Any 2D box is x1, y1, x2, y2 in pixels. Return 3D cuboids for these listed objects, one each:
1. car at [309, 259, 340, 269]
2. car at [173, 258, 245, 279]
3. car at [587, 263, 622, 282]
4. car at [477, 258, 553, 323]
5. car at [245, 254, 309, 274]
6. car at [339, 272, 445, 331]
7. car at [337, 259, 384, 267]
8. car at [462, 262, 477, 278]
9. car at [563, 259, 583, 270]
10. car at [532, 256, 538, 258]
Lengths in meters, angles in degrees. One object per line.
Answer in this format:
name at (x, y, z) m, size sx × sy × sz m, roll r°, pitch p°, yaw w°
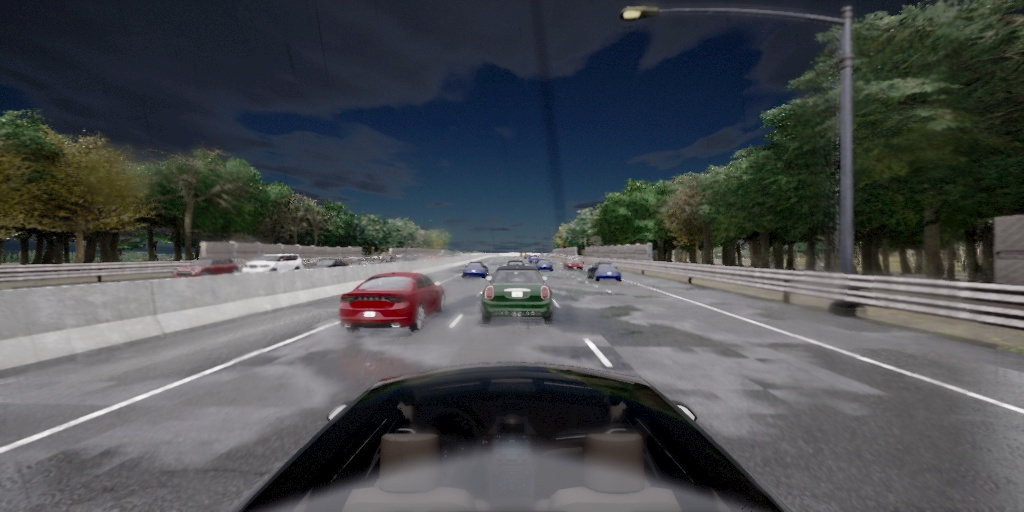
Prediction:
car at (-17.360, 1.065, 34.099) m, size 1.882 × 1.535 × 5.008 m, roll 0°, pitch 1°, yaw 1°
car at (-24.308, 0.995, 28.719) m, size 2.097 × 1.767 × 4.553 m, roll 0°, pitch 0°, yaw -1°
car at (7.124, 1.210, 28.047) m, size 1.994 × 1.385 × 4.181 m, roll 0°, pitch 1°, yaw 1°
car at (0.163, 1.089, 12.190) m, size 2.097 × 1.767 × 4.553 m, roll 0°, pitch 0°, yaw 0°
car at (-20.884, 0.834, 31.695) m, size 2.150 × 2.045 × 5.566 m, roll 0°, pitch 1°, yaw 1°
car at (-3.347, 1.218, 10.948) m, size 1.882 × 1.535 × 5.008 m, roll 0°, pitch 0°, yaw 0°
car at (-13.870, 1.198, 33.218) m, size 1.895 × 1.301 × 4.718 m, roll 0°, pitch 1°, yaw 1°
car at (-3.185, 1.175, 31.797) m, size 1.994 × 1.385 × 4.181 m, roll 0°, pitch 1°, yaw 0°
car at (7.384, 1.067, 43.963) m, size 1.895 × 1.301 × 4.718 m, roll 0°, pitch 1°, yaw 1°
car at (3.811, 1.034, 43.732) m, size 1.994 × 1.385 × 4.181 m, roll 0°, pitch 1°, yaw 0°
